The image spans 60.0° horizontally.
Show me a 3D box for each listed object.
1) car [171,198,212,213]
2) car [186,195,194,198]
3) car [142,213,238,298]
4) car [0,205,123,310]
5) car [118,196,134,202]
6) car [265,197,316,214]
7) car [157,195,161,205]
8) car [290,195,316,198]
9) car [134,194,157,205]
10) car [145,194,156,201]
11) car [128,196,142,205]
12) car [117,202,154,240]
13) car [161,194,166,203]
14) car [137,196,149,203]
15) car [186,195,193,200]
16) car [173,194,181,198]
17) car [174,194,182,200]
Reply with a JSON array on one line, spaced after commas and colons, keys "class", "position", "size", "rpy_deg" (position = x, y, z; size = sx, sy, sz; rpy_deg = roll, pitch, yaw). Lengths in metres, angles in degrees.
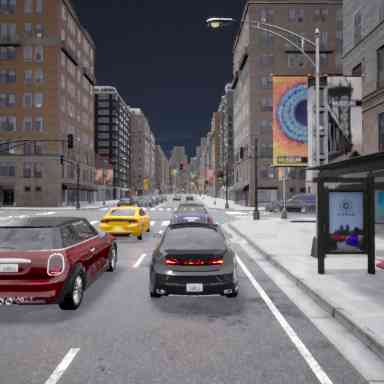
[{"class": "car", "position": [-0.036, 1.360, 17.467], "size": [2.097, 1.767, 4.553], "rpy_deg": [0, 0, 0]}, {"class": "car", "position": [-0.566, 1.489, 81.609], "size": [1.882, 1.535, 5.008], "rpy_deg": [0, 0, 0]}, {"class": "car", "position": [0.023, 1.508, 8.531], "size": [1.837, 1.490, 4.892], "rpy_deg": [0, 0, -1]}, {"class": "car", "position": [-3.221, 1.355, 7.960], "size": [2.097, 1.767, 4.553], "rpy_deg": [0, 0, -1]}, {"class": "car", "position": [-10.206, 1.585, 51.393], "size": [1.994, 1.385, 4.181], "rpy_deg": [0, 0, 0]}, {"class": "car", "position": [10.324, 1.588, 35.790], "size": [4.892, 1.490, 1.837], "rpy_deg": [1, -1, -1]}, {"class": "car", "position": [-6.996, 1.547, 58.944], "size": [1.812, 1.442, 4.674], "rpy_deg": [0, 0, 0]}, {"class": "car", "position": [12.310, 1.354, 39.074], "size": [5.566, 2.045, 2.150], "rpy_deg": [0, -1, 0]}, {"class": "car", "position": [-6.949, 1.373, 50.367], "size": [2.097, 1.767, 4.553], "rpy_deg": [0, 0, 0]}, {"class": "car", "position": [-10.323, 1.368, 82.660], "size": [2.097, 1.767, 4.553], "rpy_deg": [0, 0, 0]}, {"class": "car", "position": [-10.241, 1.526, 60.213], "size": [1.837, 1.490, 4.892], "rpy_deg": [0, 0, 0]}, {"class": "car", "position": [-3.282, 1.485, 17.088], "size": [1.882, 1.535, 5.008], "rpy_deg": [0, 0, -1]}, {"class": "car", "position": [-6.980, 1.586, 68.951], "size": [1.994, 1.385, 4.181], "rpy_deg": [0, 0, 0]}, {"class": "car", "position": [-10.239, 1.618, 70.262], "size": [1.895, 1.301, 4.718], "rpy_deg": [0, 0, 0]}, {"class": "car", "position": [-0.637, 1.439, 92.058], "size": [1.895, 1.301, 4.718], "rpy_deg": [0, 0, 0]}, {"class": "car", "position": [-3.819, 1.607, 82.034], "size": [1.895, 1.301, 4.718], "rpy_deg": [0, 0, 0]}, {"class": "car", "position": [-3.887, 1.369, 92.006], "size": [2.128, 1.511, 4.902], "rpy_deg": [0, 0, 0]}]
